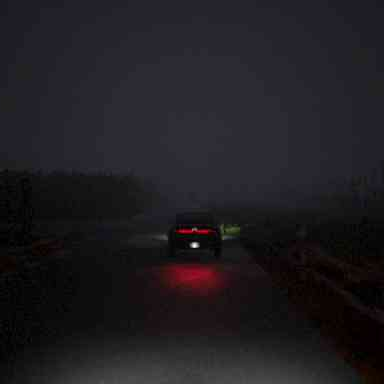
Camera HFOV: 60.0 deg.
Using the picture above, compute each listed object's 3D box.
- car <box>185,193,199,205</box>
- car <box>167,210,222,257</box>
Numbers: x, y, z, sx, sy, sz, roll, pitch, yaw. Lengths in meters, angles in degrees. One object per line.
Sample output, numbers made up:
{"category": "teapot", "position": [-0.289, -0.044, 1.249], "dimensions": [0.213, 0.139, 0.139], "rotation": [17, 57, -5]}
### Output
{"category": "car", "position": [0.005, 1.118, 57.972], "dimensions": [2.150, 2.045, 5.566], "rotation": [0, 0, 0]}
{"category": "car", "position": [0.090, 1.477, 12.890], "dimensions": [1.837, 1.490, 4.892], "rotation": [0, -1, 0]}
